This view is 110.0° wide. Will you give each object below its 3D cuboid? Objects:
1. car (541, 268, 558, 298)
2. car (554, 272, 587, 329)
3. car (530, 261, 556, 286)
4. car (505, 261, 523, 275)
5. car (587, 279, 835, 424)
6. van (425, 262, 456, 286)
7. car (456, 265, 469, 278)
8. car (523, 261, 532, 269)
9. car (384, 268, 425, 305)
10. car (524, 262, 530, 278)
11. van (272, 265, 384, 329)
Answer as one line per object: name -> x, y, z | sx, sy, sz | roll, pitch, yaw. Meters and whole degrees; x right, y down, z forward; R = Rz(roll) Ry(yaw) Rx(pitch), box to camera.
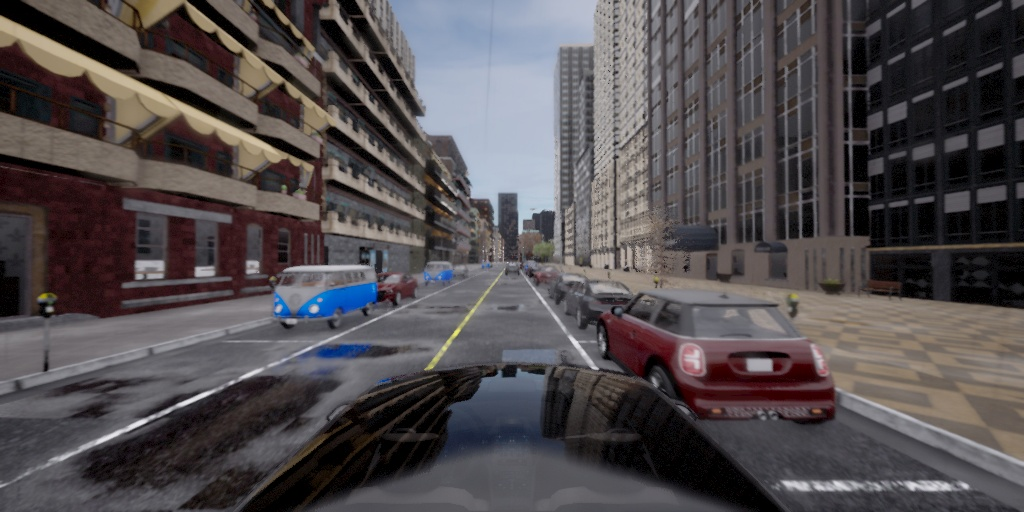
car -> 2.686, 1.448, 16.877 | 2.007, 1.370, 4.403 | 0, 0, 0
car -> 2.688, 1.394, 11.353 | 2.007, 1.370, 4.403 | 0, 0, 0
car -> 2.683, 1.445, 27.920 | 1.967, 1.591, 4.097 | 0, 0, 0
car -> 0.085, 1.703, 47.903 | 2.128, 1.511, 4.902 | 0, -1, 0
car -> 2.690, 1.230, 5.831 | 1.967, 1.591, 4.097 | 0, 0, 0
van -> -5.698, 1.345, 27.919 | 1.690, 1.789, 3.998 | 0, 0, 0
car -> -5.702, 1.668, 38.963 | 2.007, 1.370, 4.403 | 0, 0, 0
car -> 2.677, 1.720, 44.488 | 1.888, 1.381, 4.507 | 0, 0, 0
car -> -5.695, 1.441, 16.874 | 1.888, 1.381, 4.507 | 0, 0, 0
car -> 2.679, 1.684, 38.966 | 1.948, 1.339, 4.313 | 0, 0, 0
van -> -5.693, 1.184, 11.352 | 1.690, 1.789, 3.998 | 0, 0, 0
